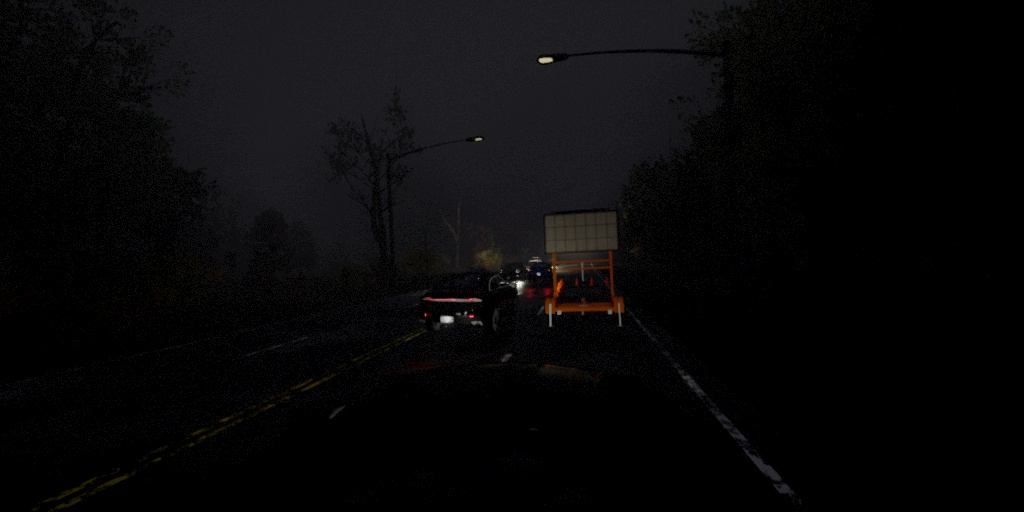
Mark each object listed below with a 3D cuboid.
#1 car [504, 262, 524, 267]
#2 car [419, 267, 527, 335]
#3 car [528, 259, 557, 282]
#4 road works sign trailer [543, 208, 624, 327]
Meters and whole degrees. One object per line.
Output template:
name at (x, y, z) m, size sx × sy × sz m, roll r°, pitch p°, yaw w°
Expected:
car at (0.100, 1.407, 34.783) m, size 2.097 × 1.767 × 4.553 m, roll -3°, pitch 0°, yaw 11°
car at (-1.044, 1.237, 10.643) m, size 2.128 × 1.511 × 4.902 m, roll 0°, pitch 0°, yaw 11°
car at (2.391, 1.325, 28.465) m, size 1.812 × 1.442 × 4.674 m, roll -1°, pitch -4°, yaw 11°
road works sign trailer at (2.402, 0.284, 11.846) m, size 2.380 × 3.560 × 2.880 m, roll 0°, pitch 0°, yaw 11°
